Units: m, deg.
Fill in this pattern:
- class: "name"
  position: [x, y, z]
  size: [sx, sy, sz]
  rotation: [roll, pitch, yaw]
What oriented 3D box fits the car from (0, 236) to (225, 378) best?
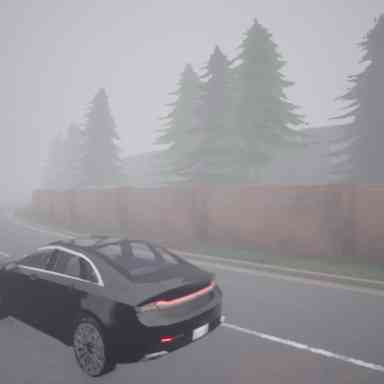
- class: "car"
  position: [-1.779, 1.507, 5.615]
  size: [4.902, 1.511, 2.128]
  rotation: [0, 0, 39]
